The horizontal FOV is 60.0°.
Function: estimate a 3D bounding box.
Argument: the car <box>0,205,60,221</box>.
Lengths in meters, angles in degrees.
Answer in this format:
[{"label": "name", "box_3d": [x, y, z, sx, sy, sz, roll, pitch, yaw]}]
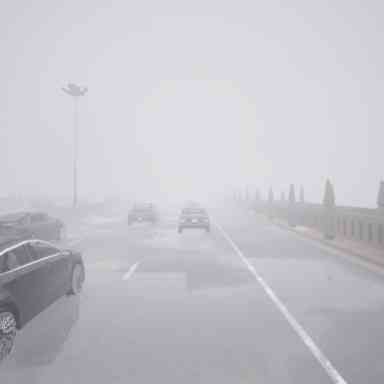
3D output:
[{"label": "car", "box_3d": [-6.886, 1.520, 13.886, 1.837, 1.490, 4.892, 0, 0, 0]}]

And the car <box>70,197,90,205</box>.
[{"label": "car", "box_3d": [-17.456, 1.611, 52.149, 1.882, 1.535, 5.008, 0, -1, 0]}]

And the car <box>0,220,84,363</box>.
[{"label": "car", "box_3d": [-3.389, 1.495, 5.769, 2.128, 1.511, 4.902, 0, 0, 0]}]

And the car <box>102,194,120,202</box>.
[{"label": "car", "box_3d": [-13.943, 1.373, 57.852, 2.150, 2.045, 5.566, 0, 0, 0]}]

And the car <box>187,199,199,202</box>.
[{"label": "car", "box_3d": [0.141, 1.621, 41.597, 1.812, 1.442, 4.674, 0, 0, 0]}]

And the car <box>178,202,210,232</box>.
[{"label": "car", "box_3d": [0.120, 1.577, 20.152, 2.033, 1.411, 5.357, 0, 0, 0]}]

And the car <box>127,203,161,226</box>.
[{"label": "car", "box_3d": [-3.378, 1.530, 23.914, 2.128, 1.511, 4.902, 0, 0, 0]}]

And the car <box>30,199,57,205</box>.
[{"label": "car", "box_3d": [-20.971, 1.712, 46.973, 1.895, 1.301, 4.718, 0, 0, 0]}]
